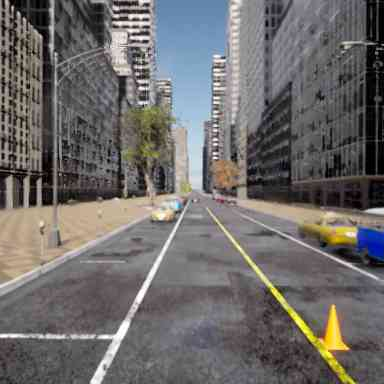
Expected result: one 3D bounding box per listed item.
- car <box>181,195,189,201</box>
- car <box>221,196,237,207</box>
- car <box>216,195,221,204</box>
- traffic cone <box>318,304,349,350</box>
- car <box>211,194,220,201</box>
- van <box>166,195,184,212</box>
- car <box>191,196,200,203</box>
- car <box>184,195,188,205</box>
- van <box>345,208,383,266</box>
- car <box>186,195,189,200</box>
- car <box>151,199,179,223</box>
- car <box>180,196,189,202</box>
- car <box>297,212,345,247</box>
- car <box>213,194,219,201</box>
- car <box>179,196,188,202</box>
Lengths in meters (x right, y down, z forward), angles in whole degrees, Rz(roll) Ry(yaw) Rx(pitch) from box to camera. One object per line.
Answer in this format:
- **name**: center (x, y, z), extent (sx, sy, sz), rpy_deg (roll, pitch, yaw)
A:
- **car**: center (-1.834, 1.637, 88.425), extent (1.752, 1.417, 4.829), rpy_deg (0, 0, 0)
- **car**: center (6.350, 1.665, 54.538), extent (2.008, 1.369, 4.403), rpy_deg (0, 0, 0)
- **car**: center (6.415, 1.676, 65.874), extent (1.887, 1.381, 4.507), rpy_deg (0, 0, 0)
- **traffic cone**: center (2.099, 1.975, 4.952), extent (0.340, 0.580, 0.340), rpy_deg (0, 0, 0)
- **car**: center (6.580, 1.486, 94.214), extent (2.192, 1.841, 5.009), rpy_deg (0, 0, 0)
- **van**: center (-2.127, 1.380, 37.585), extent (1.690, 1.788, 3.998), rpy_deg (0, 0, 0)
- **car**: center (0.758, 1.596, 71.138), extent (2.128, 1.511, 4.902), rpy_deg (0, 0, 0)
- **car**: center (-2.062, 1.606, 48.920), extent (2.008, 1.369, 4.403), rpy_deg (0, 0, 0)
- **van**: center (6.089, 1.391, 9.196), extent (1.690, 1.788, 3.998), rpy_deg (0, 0, 0)
- **car**: center (-1.996, 1.386, 60.256), extent (2.192, 1.841, 5.009), rpy_deg (0, 0, 0)
- **car**: center (-2.194, 1.547, 26.078), extent (1.752, 1.417, 4.829), rpy_deg (0, 0, 0)
- **car**: center (-1.867, 1.670, 82.927), extent (1.947, 1.339, 4.313), rpy_deg (0, 0, 0)
- **car**: center (6.122, 1.583, 15.033), extent (1.752, 1.417, 4.829), rpy_deg (0, 0, 0)
- **car**: center (6.481, 1.692, 77.210), extent (1.887, 1.381, 4.507), rpy_deg (0, 0, 0)
- **car**: center (-1.899, 1.641, 77.260), extent (1.887, 1.381, 4.507), rpy_deg (0, 0, 0)
